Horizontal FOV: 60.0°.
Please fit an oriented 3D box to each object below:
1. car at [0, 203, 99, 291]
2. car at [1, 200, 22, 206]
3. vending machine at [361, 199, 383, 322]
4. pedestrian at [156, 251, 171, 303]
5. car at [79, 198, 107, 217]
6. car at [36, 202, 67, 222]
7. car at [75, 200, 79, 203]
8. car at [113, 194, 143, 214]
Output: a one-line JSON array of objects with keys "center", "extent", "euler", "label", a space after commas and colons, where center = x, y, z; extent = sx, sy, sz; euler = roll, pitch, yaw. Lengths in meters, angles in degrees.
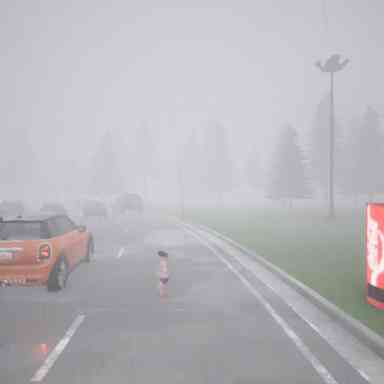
[{"center": [-4.120, 1.351, 9.069], "extent": [2.097, 1.767, 4.553], "euler": [0, 0, -5], "label": "car"}, {"center": [-16.688, 1.488, 31.003], "extent": [2.128, 1.511, 4.902], "euler": [0, 0, -25], "label": "car"}, {"center": [3.845, 1.195, 6.014], "extent": [1.100, 2.100, 0.880], "euler": [0, 0, -4], "label": "vending machine"}, {"center": [-0.545, 1.673, 6.773], "extent": [0.500, 1.100, 0.500], "euler": [0, 0, -5], "label": "pedestrian"}, {"center": [-9.181, 1.561, 31.117], "extent": [1.994, 1.385, 4.181], "euler": [0, 0, -21], "label": "car"}, {"center": [-11.570, 1.562, 27.595], "extent": [1.994, 1.385, 4.181], "euler": [0, 0, -18], "label": "car"}, {"center": [-15.060, 1.522, 47.408], "extent": [1.812, 1.442, 4.674], "euler": [0, 0, -43], "label": "car"}, {"center": [-6.814, 1.217, 35.210], "extent": [2.150, 2.045, 5.566], "euler": [0, 0, -24], "label": "car"}]
